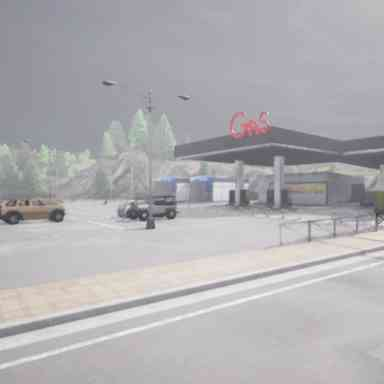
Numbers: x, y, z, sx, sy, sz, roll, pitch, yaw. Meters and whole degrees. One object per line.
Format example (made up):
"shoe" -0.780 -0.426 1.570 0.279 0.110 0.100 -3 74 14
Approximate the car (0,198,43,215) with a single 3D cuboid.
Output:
"car" -17.867 1.442 33.931 4.514 1.523 2.007 -1 0 -36

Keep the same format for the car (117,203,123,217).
"car" -4.317 1.433 28.368 3.806 1.475 1.970 -1 0 -36

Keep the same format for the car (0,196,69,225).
"car" -11.187 1.248 23.394 4.605 1.855 1.932 -1 0 -36

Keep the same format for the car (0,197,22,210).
"car" -23.657 1.464 42.076 3.633 1.501 1.845 -1 0 -36

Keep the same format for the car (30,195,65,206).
"car" -24.326 1.403 56.174 5.027 1.636 2.152 -1 0 -36

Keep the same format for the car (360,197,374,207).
"car" 25.070 1.240 44.683 2.242 1.667 4.611 -1 0 -36

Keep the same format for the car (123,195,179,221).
"car" -2.878 1.154 25.309 3.866 1.878 1.905 -1 0 -36

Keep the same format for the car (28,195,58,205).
"car" -26.197 1.413 58.693 4.514 1.523 2.007 -1 0 -36
